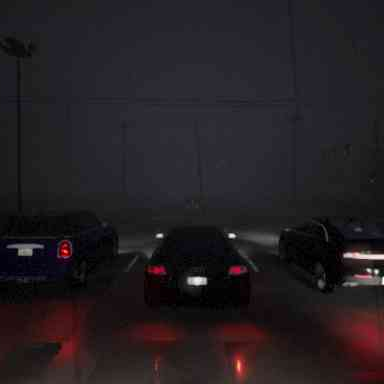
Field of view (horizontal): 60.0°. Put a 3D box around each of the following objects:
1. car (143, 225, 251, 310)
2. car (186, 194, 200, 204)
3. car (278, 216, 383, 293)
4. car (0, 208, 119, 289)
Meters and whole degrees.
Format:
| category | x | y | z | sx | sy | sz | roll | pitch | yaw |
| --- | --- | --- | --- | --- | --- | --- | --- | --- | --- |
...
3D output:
| category | x | y | z | sx | sy | sz | roll | pitch | yaw |
| --- | --- | --- | --- | --- | --- | --- | --- | --- | --- |
| car | 0.091 | 1.448 | 7.641 | 1.994 | 1.385 | 4.181 | 0 | 1 | 0 |
| car | 0.074 | 0.909 | 46.220 | 1.895 | 1.301 | 4.718 | 0 | 1 | 0 |
| car | 3.594 | 1.363 | 8.451 | 2.128 | 1.511 | 4.902 | 0 | 1 | 0 |
| car | -3.407 | 1.217 | 8.931 | 2.097 | 1.767 | 4.553 | 0 | 1 | 0 |
